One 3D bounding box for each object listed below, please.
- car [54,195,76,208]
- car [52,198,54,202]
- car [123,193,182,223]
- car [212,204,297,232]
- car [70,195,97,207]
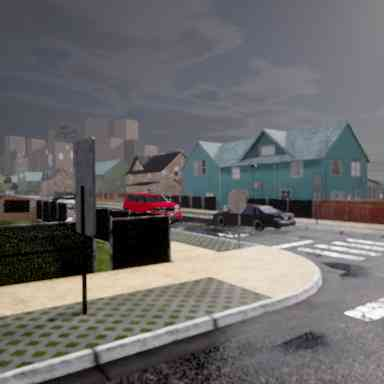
[{"bbox_3d":[-14.374,1.230,39.008,1.812,1.442,4.674,-1,1,-36],"label":"car"},{"bbox_3d":[-20.390,1.121,51.935,1.994,1.385,4.181,-1,1,-36],"label":"car"},{"bbox_3d":[-2.938,1.078,23.441,2.150,2.045,5.566,-1,1,-36],"label":"car"},{"bbox_3d":[3.468,1.420,19.560,2.033,1.411,5.357,-1,1,-36],"label":"car"},{"bbox_3d":[-14.429,1.138,43.966,1.837,1.490,4.892,-1,1,-37],"label":"car"}]
